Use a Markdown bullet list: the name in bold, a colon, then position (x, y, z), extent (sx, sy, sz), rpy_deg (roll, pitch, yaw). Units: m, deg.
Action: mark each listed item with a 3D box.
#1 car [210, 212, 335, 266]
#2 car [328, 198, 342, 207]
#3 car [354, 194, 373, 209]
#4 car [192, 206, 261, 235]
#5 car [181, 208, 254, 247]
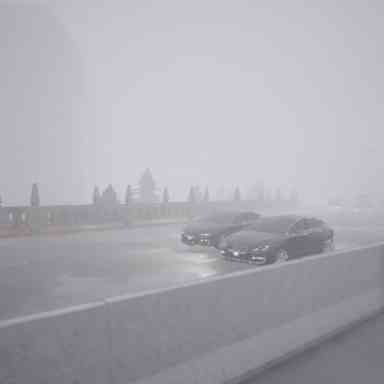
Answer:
- **car**: position (3.078, 1.546, 11.277), extent (4.892, 1.490, 1.837), rpy_deg (0, 0, -42)
- **car**: position (23.678, 1.672, 55.258), extent (2.128, 1.511, 4.902), rpy_deg (0, 0, 19)
- **car**: position (25.413, 1.372, 49.519), extent (2.150, 2.045, 5.566), rpy_deg (0, 0, 22)
- **car**: position (2.158, 1.643, 20.008), extent (1.994, 1.385, 4.181), rpy_deg (0, 0, 44)
- **car**: position (1.684, 1.563, 14.715), extent (4.892, 1.490, 1.837), rpy_deg (0, 0, -43)
